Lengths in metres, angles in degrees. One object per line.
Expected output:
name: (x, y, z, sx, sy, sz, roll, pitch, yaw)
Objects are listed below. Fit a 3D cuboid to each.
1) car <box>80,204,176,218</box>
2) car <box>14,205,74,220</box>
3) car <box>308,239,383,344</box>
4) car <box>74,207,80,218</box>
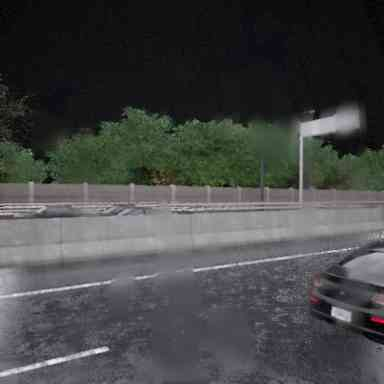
car: (-3.158, 1.551, 18.115, 5.008, 1.535, 1.882, 1, 0, -31)
car: (-9.429, 1.599, 22.484, 4.674, 1.442, 1.812, 1, 0, -31)
car: (4.062, 1.565, 5.885, 4.674, 1.442, 1.812, 0, 0, -31)
car: (-4.624, 1.562, 21.321, 5.008, 1.535, 1.882, 1, 0, -31)
